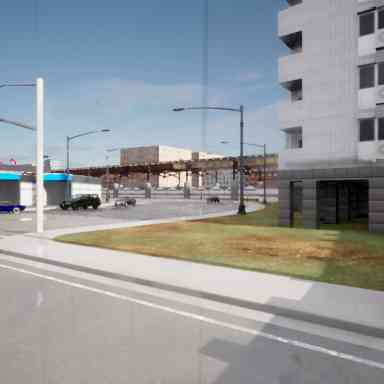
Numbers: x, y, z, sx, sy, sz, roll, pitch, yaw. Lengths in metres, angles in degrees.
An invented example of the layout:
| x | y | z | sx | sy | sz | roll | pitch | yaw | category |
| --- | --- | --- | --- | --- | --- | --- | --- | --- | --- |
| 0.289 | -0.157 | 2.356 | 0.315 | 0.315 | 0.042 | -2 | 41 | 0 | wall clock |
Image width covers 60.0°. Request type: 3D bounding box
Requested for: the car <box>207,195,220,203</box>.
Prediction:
| x | y | z | sx | sy | sz | roll | pitch | yaw | category |
| --- | --- | --- | --- | --- | --- | --- | --- | --- | --- |
| 4.410 | 1.502 | 69.673 | 1.837 | 1.490 | 4.892 | 0 | 0 | -12 | car |

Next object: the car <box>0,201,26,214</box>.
| x | y | z | sx | sy | sz | roll | pitch | yaw | category |
| --- | --- | --- | --- | --- | --- | --- | --- | --- | --- |
| -19.692 | 1.601 | 33.894 | 1.895 | 1.301 | 4.718 | 0 | 0 | 37 | car |

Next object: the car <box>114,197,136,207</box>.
| x | y | z | sx | sy | sz | roll | pitch | yaw | category |
| --- | --- | --- | --- | --- | --- | --- | --- | --- | --- |
| -10.295 | 1.492 | 51.630 | 2.128 | 1.511 | 4.902 | 0 | 0 | 14 | car |

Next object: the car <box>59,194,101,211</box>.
| x | y | z | sx | sy | sz | roll | pitch | yaw | category |
| --- | --- | --- | --- | --- | --- | --- | --- | --- | --- |
| -14.058 | 1.221 | 42.216 | 2.150 | 2.045 | 5.566 | 0 | 0 | 29 | car |
